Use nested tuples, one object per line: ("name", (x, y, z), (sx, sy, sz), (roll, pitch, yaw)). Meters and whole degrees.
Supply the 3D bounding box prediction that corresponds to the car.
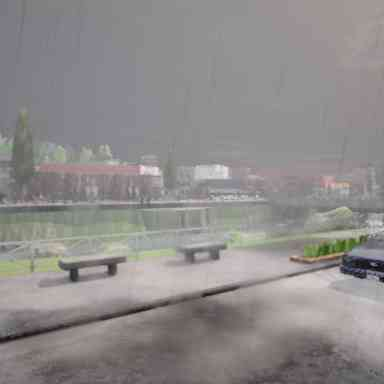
("car", (6.252, 1.553, 9.065), (5.357, 1.411, 2.033), (0, 0, -35))
